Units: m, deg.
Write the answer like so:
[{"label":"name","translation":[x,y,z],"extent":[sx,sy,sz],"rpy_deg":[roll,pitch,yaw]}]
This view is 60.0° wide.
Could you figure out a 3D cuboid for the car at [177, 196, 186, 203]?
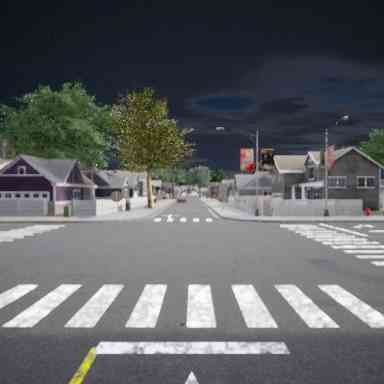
[{"label":"car","translation":[-2.122,1.549,69.087],"extent":[1.882,1.535,5.008],"rpy_deg":[0,0,0]}]
